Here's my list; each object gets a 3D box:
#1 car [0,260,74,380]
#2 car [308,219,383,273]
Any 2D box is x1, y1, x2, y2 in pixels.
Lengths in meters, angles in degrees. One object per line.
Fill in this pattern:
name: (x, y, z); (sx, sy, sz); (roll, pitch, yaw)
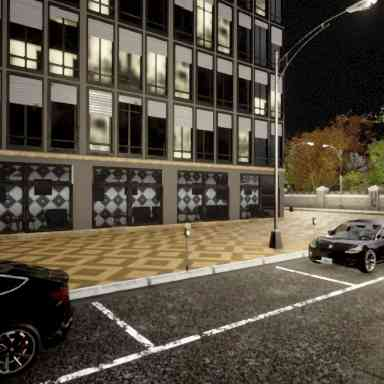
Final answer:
car: (-3.661, 1.566, 3.947); (4.313, 1.339, 1.947); (0, 0, -36)
car: (5.569, 1.562, 10.632); (4.313, 1.339, 1.947); (0, 0, -36)
